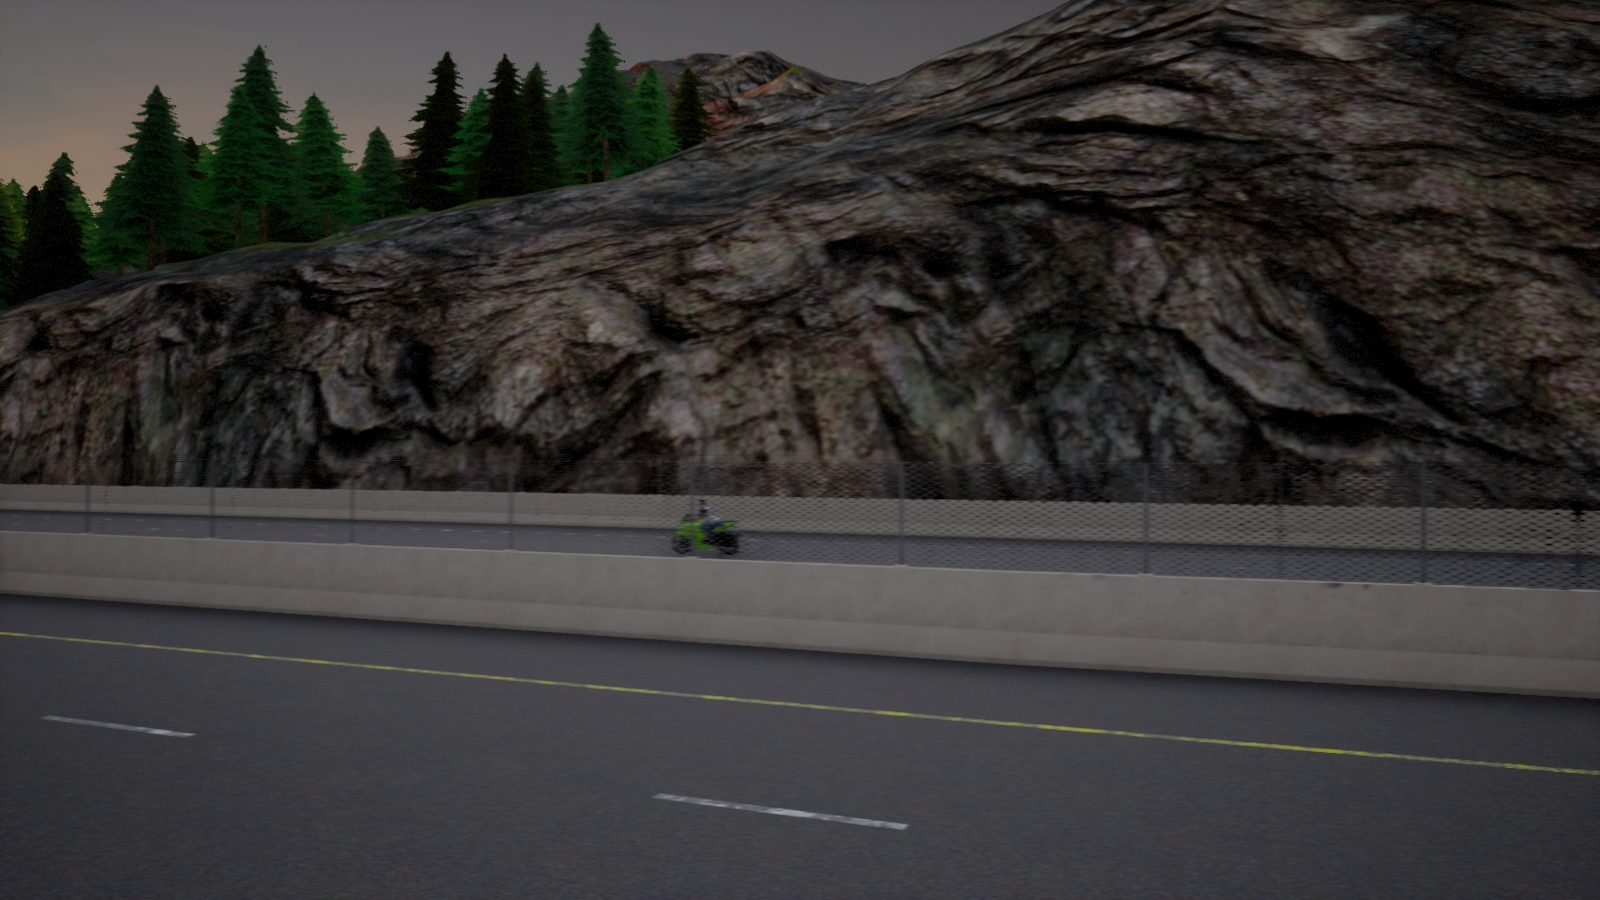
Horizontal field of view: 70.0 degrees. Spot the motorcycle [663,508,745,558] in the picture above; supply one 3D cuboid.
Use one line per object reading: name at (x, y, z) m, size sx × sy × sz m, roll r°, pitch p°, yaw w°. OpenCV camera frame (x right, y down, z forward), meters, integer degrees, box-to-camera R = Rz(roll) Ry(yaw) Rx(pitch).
motorcycle at (-2.570, 2.196, 30.474) m, size 2.033 × 1.217 × 0.803 m, roll 0°, pitch 0°, yaw 22°
